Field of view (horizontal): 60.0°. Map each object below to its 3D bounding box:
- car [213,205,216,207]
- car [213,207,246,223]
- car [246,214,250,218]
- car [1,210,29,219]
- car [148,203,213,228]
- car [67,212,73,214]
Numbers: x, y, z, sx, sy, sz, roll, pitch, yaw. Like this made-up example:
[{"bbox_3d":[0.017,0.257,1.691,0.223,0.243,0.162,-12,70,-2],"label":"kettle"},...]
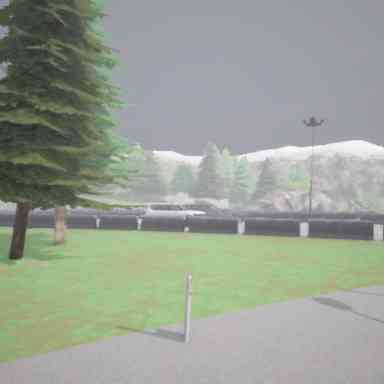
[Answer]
[{"bbox_3d":[1.483,2.214,34.438,5.566,2.045,2.150,-1,-3,24],"label":"car"},{"bbox_3d":[2.136,2.343,30.298,4.674,1.442,1.812,-1,-3,24],"label":"car"},{"bbox_3d":[4.053,2.627,37.105,4.892,1.490,1.837,-1,-3,24],"label":"car"},{"bbox_3d":[-22.349,2.936,41.325,4.181,1.385,1.994,-2,-3,25],"label":"car"},{"bbox_3d":[-1.412,1.923,28.072,5.566,2.045,2.150,-1,-3,24],"label":"car"},{"bbox_3d":[-19.322,3.137,47.637,5.008,1.535,1.882,-2,-3,25],"label":"car"}]
